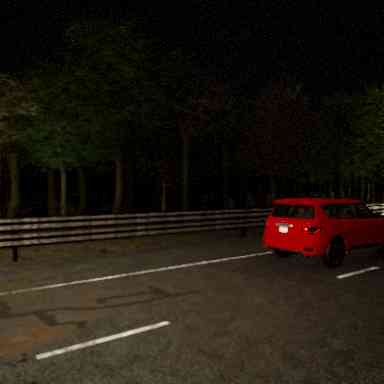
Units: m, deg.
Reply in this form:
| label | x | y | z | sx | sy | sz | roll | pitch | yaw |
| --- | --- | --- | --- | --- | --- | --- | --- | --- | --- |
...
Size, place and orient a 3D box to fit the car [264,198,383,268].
| label | x | y | z | sx | sy | sz | roll | pitch | yaw |
| --- | --- | --- | --- | --- | --- | --- | --- | --- | --- |
| car | 4.937 | 1.231 | 11.569 | 5.566 | 2.045 | 2.150 | 0 | 0 | -36 |
